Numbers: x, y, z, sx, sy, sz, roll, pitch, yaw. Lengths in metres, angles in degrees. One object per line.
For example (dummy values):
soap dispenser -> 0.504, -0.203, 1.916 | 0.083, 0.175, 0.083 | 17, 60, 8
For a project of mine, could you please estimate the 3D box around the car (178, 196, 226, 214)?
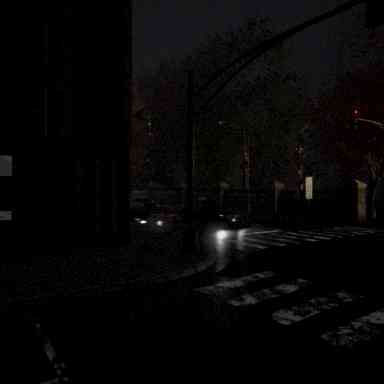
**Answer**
car -> 0.809, 1.129, 30.524 | 1.752, 1.417, 4.829 | 1, 0, -36

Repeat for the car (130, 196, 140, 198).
car -> -5.870, 1.158, 25.459 | 1.802, 1.307, 4.206 | 2, 0, -36

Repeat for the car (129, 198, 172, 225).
car -> -2.612, 1.257, 20.983 | 1.802, 1.307, 4.206 | 2, 0, -36

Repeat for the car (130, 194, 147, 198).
car -> -4.394, 1.093, 27.820 | 1.812, 1.442, 4.674 | 0, 1, -36

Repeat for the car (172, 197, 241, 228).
car -> 0.967, 1.255, 20.448 | 1.812, 1.442, 4.674 | 0, 1, -36

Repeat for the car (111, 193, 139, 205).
car -> -8.866, 0.864, 43.817 | 2.008, 1.369, 4.403 | 1, 0, -36
